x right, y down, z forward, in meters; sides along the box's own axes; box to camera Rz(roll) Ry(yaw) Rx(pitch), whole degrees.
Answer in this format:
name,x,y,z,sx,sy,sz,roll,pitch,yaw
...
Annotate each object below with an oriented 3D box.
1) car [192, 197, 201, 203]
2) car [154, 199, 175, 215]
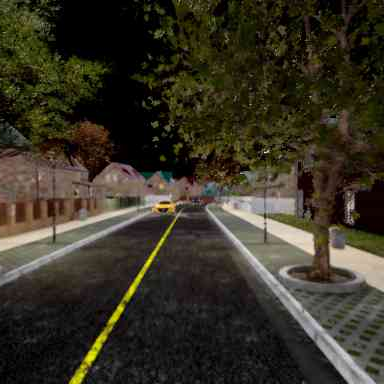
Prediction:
name,x,y,z,sx,sy,sz,roll,pitch,yaw
car,1.039,1.867,77.203,1.837,1.490,4.892,0,-1,3
car,-2.818,1.527,35.146,1.882,1.535,5.008,0,0,0
